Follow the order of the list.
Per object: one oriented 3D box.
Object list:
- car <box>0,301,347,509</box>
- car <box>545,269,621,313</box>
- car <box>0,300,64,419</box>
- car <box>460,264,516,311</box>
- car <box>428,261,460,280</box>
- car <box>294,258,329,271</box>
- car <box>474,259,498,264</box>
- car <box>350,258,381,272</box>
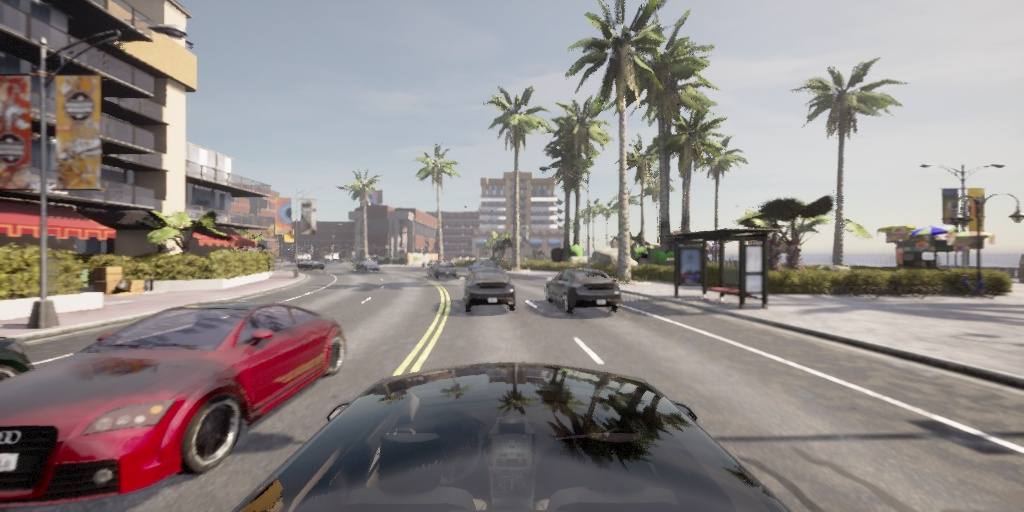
[{"bbox_3d":[-3.824,1.314,4.592,1.994,1.385,4.181,0,0,-2],"label":"car"},{"bbox_3d":[2.583,1.248,14.030,1.837,1.490,4.892,0,0,-7],"label":"car"},{"bbox_3d":[-7.249,1.316,2.931,1.994,1.385,4.181,0,0,-2],"label":"car"},{"bbox_3d":[-1.035,1.249,14.530,1.837,1.490,4.892,0,0,-9],"label":"car"},{"bbox_3d":[-6.353,1.228,32.465,2.128,1.511,4.902,0,0,-23],"label":"car"},{"bbox_3d":[-27.689,1.336,49.471,4.718,1.301,1.895,0,0,36],"label":"car"},{"bbox_3d":[-2.532,1.087,32.281,2.097,1.767,4.553,0,0,-22],"label":"car"},{"bbox_3d":[-18.324,1.281,45.422,2.033,1.411,5.357,0,0,-39],"label":"car"}]
